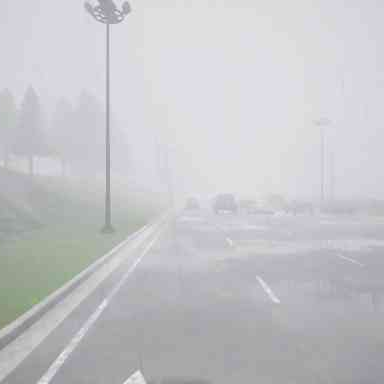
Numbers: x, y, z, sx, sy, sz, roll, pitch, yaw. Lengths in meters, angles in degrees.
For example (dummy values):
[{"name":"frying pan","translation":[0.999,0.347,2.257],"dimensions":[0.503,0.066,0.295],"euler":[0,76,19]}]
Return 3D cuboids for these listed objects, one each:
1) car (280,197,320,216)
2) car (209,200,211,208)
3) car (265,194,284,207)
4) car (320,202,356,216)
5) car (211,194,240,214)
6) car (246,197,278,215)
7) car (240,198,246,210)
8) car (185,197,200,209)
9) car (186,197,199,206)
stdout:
[{"name":"car","translation":[10.551,1.505,32.893],"dimensions":[1.837,1.490,4.892],"euler":[0,0,0]},{"name":"car","translation":[3.488,1.526,46.030],"dimensions":[1.812,1.442,4.674],"euler":[0,0,0]},{"name":"car","translation":[10.524,1.221,43.356],"dimensions":[2.150,2.045,5.566],"euler":[0,0,0]},{"name":"car","translation":[14.052,1.601,32.627],"dimensions":[1.895,1.301,4.718],"euler":[0,0,0]},{"name":"car","translation":[3.501,1.221,35.630],"dimensions":[2.150,2.045,5.566],"euler":[0,0,1]},{"name":"car","translation":[7.046,1.526,33.979],"dimensions":[1.812,1.442,4.674],"euler":[0,0,0]},{"name":"car","translation":[7.026,1.478,43.989],"dimensions":[1.882,1.535,5.008],"euler":[0,0,0]},{"name":"car","translation":[0.046,1.547,44.306],"dimensions":[2.033,1.411,5.357],"euler":[0,0,0]},{"name":"car","translation":[0.026,1.547,54.982],"dimensions":[2.033,1.411,5.357],"euler":[0,0,-3]}]
